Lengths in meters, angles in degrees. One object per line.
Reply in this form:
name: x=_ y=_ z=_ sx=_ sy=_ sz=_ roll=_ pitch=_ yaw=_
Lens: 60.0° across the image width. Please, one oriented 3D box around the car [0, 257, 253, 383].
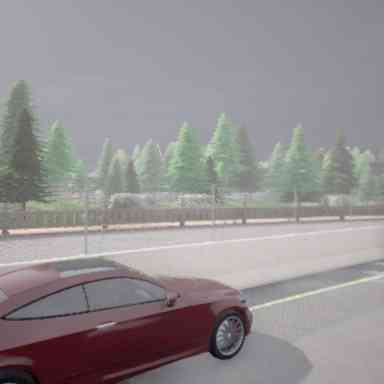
car: x=-1.230 y=1.642 z=4.469 sx=4.674 sy=1.442 sz=1.812 roll=1 pitch=-2 yaw=-37
